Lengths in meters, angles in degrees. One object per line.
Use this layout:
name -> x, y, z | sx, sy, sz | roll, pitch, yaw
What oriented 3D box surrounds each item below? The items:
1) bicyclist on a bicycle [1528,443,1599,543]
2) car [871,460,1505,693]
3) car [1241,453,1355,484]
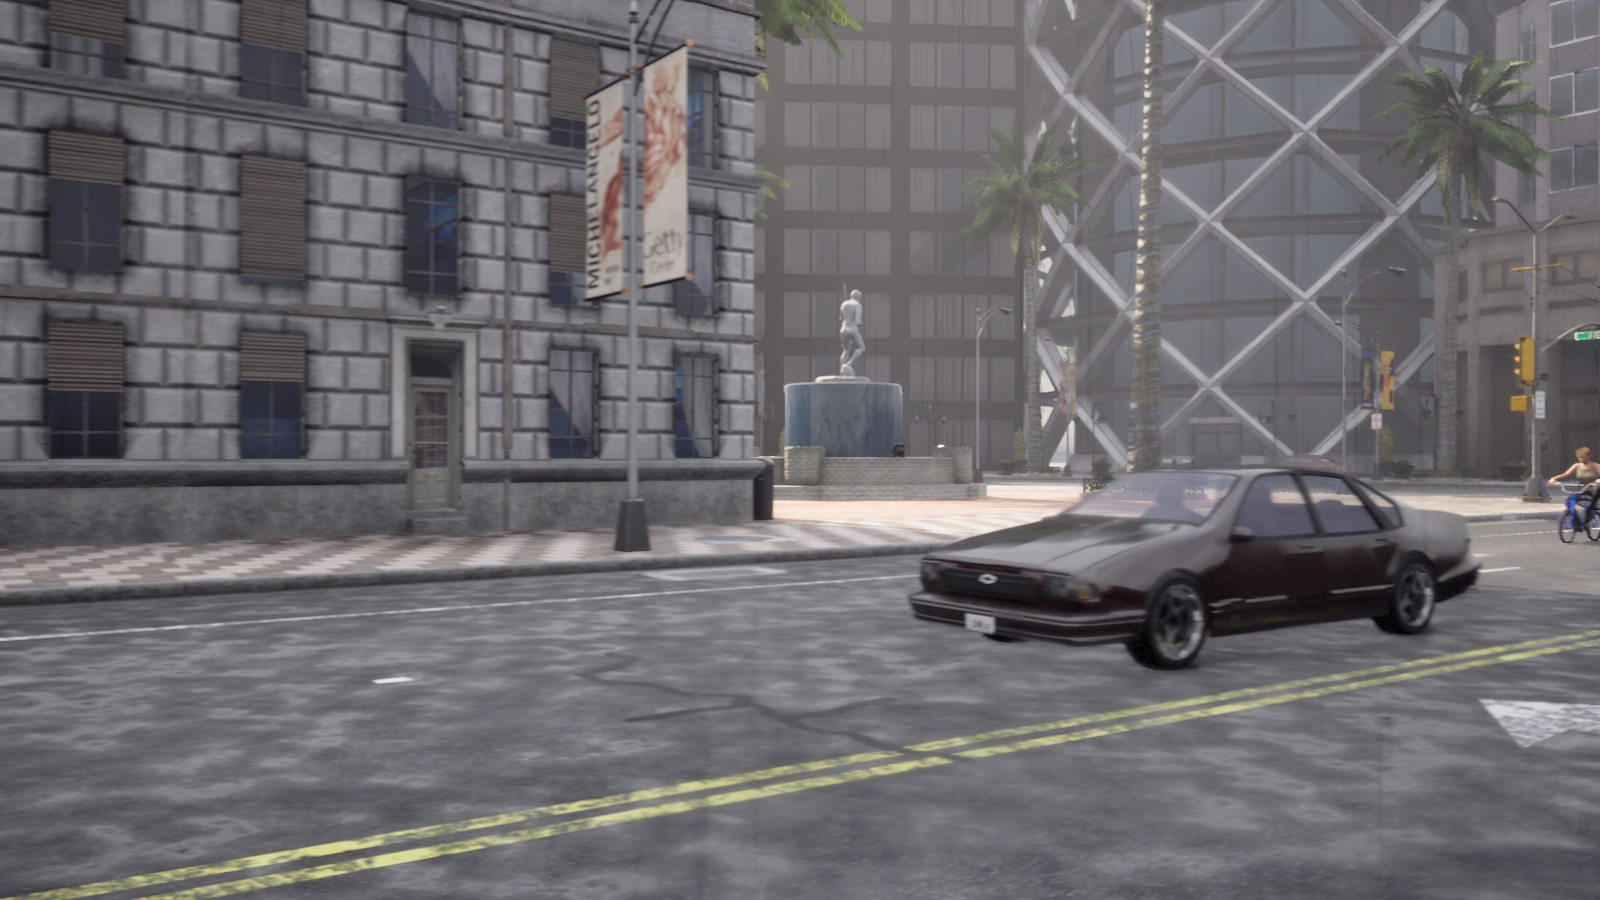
bicyclist on a bicycle -> 13.035, 0.697, 21.061 | 1.509, 1.612, 0.866 | 0, 0, -34
car -> 3.316, 0.807, 10.175 | 5.357, 1.411, 2.033 | 0, 0, -35
car -> 23.470, 0.846, 59.337 | 1.812, 1.442, 4.674 | 0, 0, -43
